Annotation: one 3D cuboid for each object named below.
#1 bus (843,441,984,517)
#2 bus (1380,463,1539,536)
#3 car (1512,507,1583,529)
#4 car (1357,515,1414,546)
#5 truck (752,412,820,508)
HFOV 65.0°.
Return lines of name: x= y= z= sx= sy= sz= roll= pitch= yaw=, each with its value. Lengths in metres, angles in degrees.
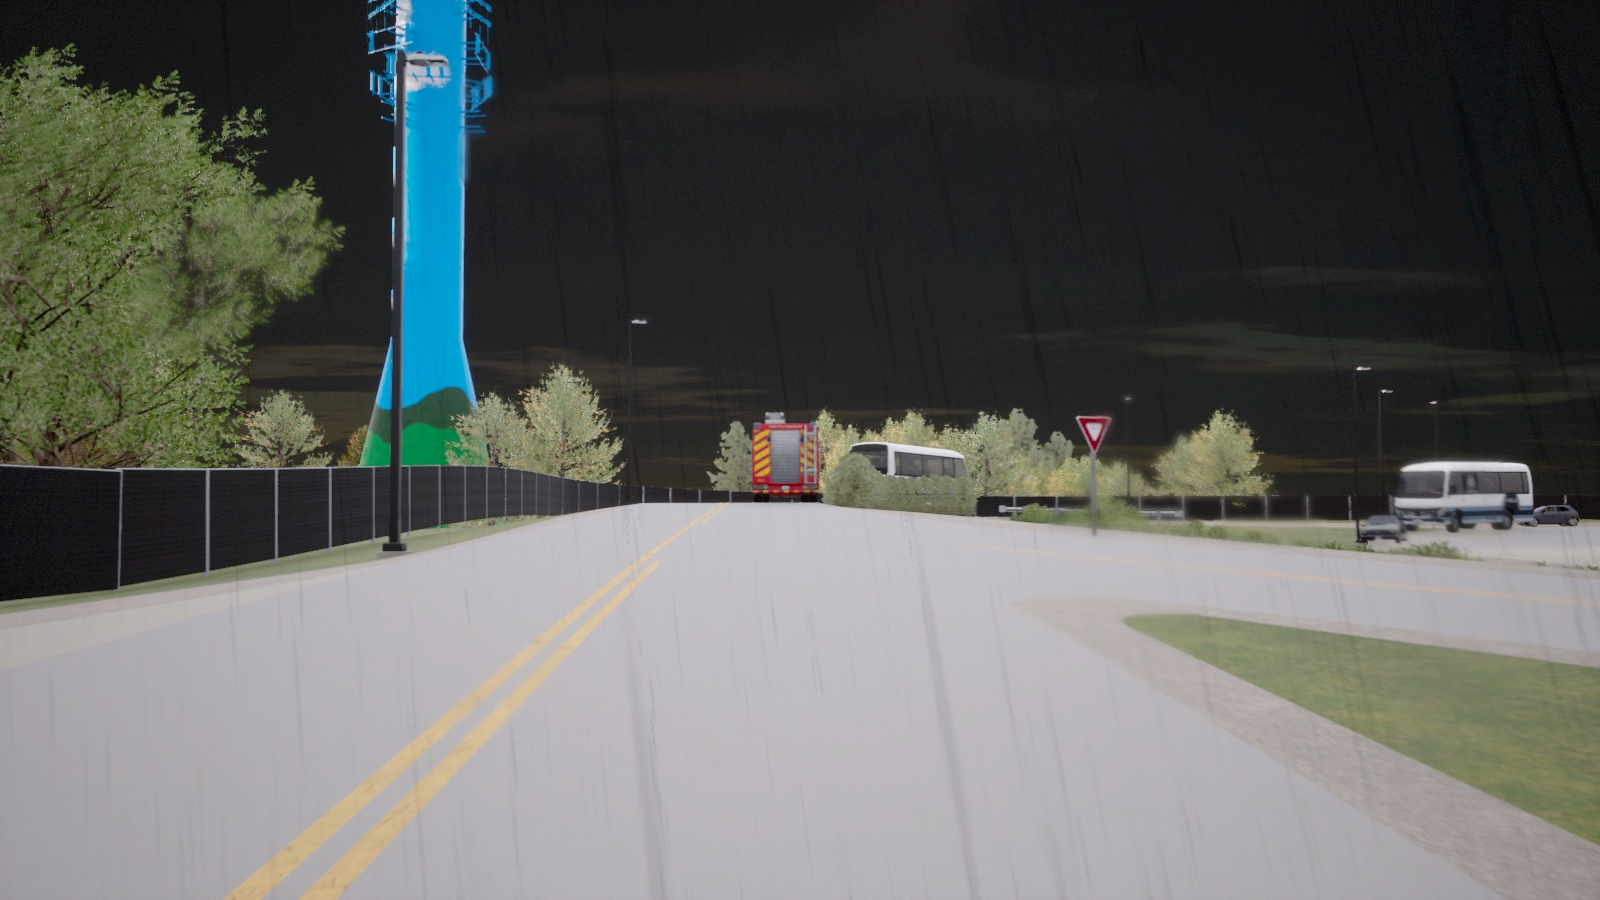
bus: x=7.214 y=1.939 z=77.911 sx=3.944 sy=4.253 sz=10.273 roll=-2 pitch=-4 yaw=36
bus: x=40.588 y=2.957 z=77.169 sx=10.273 sy=4.253 sz=3.944 roll=1 pitch=-2 yaw=-32
car: x=50.837 y=4.622 z=85.463 sx=3.633 sy=1.501 sz=1.845 roll=-1 pitch=-3 yaw=9
car: x=30.119 y=4.114 z=64.487 sx=2.033 sy=1.411 sz=5.357 roll=-2 pitch=-3 yaw=31
truck: x=-0.602 y=0.607 z=57.045 sx=2.891 sy=3.827 sz=8.468 roll=0 pitch=-4 yaw=0
